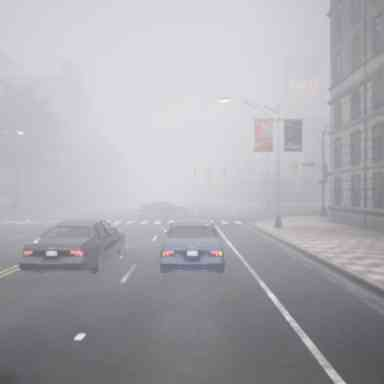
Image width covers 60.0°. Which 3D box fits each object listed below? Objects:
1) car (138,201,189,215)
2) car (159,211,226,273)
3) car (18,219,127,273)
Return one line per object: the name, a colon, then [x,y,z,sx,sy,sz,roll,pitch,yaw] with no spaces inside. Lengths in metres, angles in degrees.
car: [-2.971,1.679,35.592,5.357,1.411,2.033,0,0,0]
car: [0.003,1.583,10.785,2.033,1.411,5.357,0,0,0]
car: [-3.498,1.583,10.787,2.033,1.411,5.357,0,0,0]
